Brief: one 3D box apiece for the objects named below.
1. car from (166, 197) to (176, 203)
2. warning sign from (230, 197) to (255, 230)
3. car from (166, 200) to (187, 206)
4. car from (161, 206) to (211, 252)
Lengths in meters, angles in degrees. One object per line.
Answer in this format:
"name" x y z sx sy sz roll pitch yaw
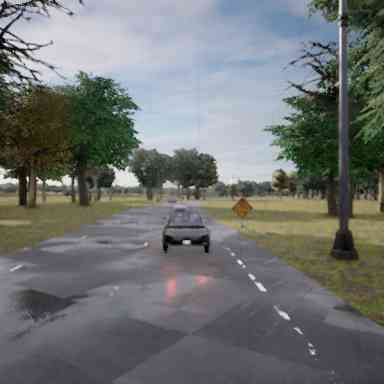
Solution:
"car" -4.445 1.820 72.147 1.837 1.490 4.892 0 0 4
"warning sign" 2.986 1.243 19.779 1.300 1.860 1.060 0 0 -3
"car" -1.092 1.681 29.467 1.812 1.442 4.674 0 0 -3
"car" -0.294 1.598 14.391 2.128 1.511 4.902 0 0 -3
